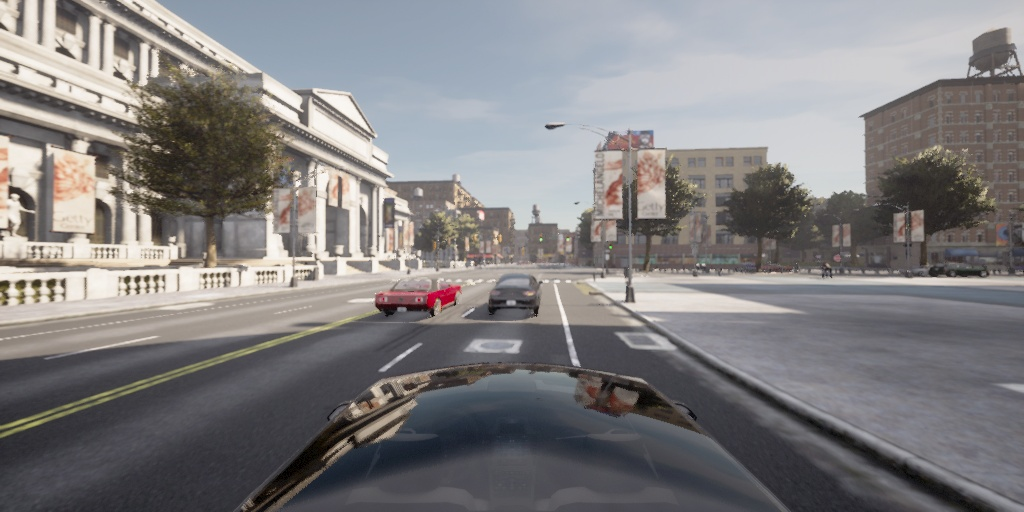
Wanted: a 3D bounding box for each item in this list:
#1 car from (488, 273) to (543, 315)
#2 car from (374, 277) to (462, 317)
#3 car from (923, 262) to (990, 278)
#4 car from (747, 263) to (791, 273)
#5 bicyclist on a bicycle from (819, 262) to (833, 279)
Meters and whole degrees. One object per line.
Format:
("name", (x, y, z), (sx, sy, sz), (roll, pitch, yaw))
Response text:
("car", (0.218, 1.397, 14.119), (1.812, 1.442, 4.674), (0, 0, 6))
("car", (-3.333, 1.469, 13.834), (1.895, 1.301, 4.718), (0, -1, 6))
("car", (49.429, 1.486, 39.703), (4.553, 1.767, 2.097), (0, -1, 6))
("car", (37.788, 1.858, 52.475), (4.718, 1.301, 1.895), (0, -1, 6))
("bicyclist on a bicycle", (29.571, 1.372, 33.761), (0.582, 1.620, 1.656), (0, -1, 6))
